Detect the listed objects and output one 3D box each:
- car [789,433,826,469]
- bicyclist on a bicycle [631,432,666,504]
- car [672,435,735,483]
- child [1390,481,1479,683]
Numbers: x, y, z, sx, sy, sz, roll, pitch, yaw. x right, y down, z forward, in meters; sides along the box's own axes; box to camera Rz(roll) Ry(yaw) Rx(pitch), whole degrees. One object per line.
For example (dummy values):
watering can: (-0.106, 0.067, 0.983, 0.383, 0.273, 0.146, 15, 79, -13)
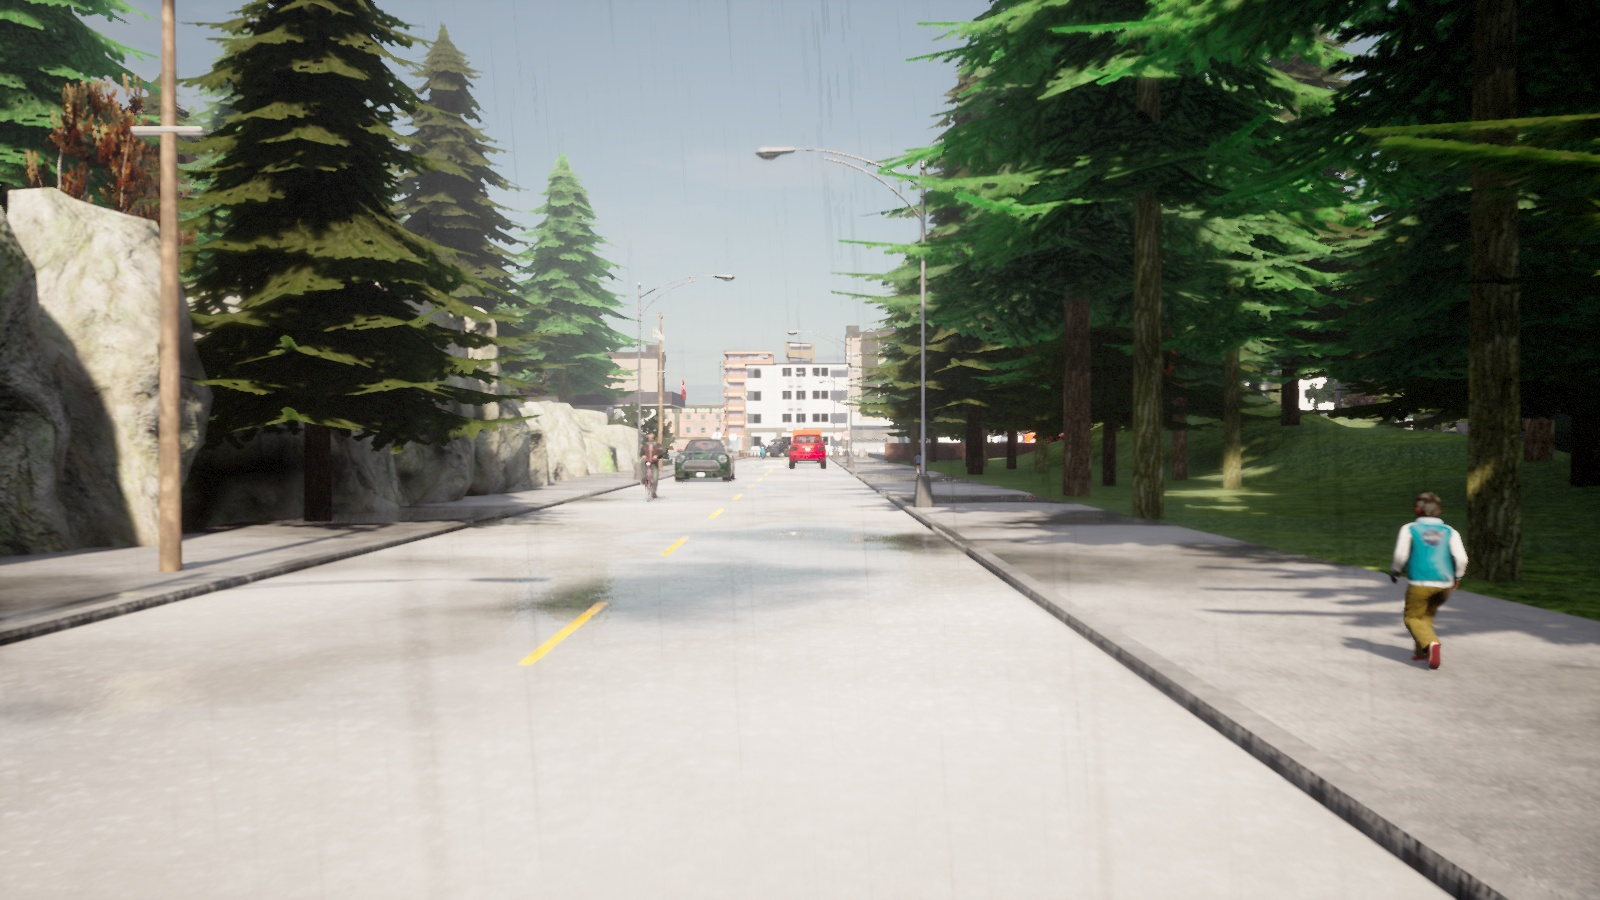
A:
car: (0.448, 0.046, 74.722, 2.150, 2.045, 5.566, 0, 1, 0)
bicyclist on a bicycle: (-3.802, 0.436, 31.590, 0.659, 1.776, 1.843, 0, 0, 0)
car: (-3.702, 0.327, 48.856, 2.097, 1.767, 4.553, 0, 0, 0)
child: (3.907, 0.796, 7.751, 0.343, 1.192, 0.448, 0, 0, 4)
